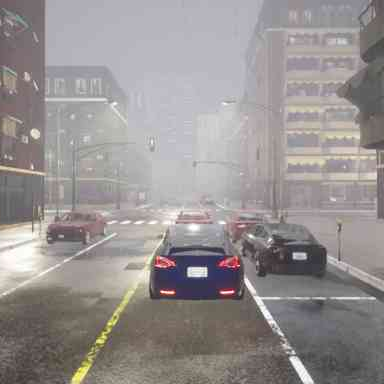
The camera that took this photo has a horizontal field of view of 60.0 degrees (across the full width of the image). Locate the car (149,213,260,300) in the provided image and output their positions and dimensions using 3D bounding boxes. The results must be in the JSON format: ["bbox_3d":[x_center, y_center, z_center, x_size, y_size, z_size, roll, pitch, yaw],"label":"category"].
[{"bbox_3d":[0.102,1.506,8.413,2.163,1.488,4.792,0,0,0],"label":"car"}]

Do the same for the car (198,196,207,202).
[{"bbox_3d":[2.585,1.635,82.205,1.947,1.339,4.313,1,0,0],"label":"car"}]

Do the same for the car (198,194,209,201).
[{"bbox_3d":[2.617,1.359,63.702,2.192,1.841,5.009,1,0,0],"label":"car"}]

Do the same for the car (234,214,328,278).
[{"bbox_3d":[2.575,1.569,10.030,1.947,1.339,4.313,1,0,0],"label":"car"}]

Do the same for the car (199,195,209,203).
[{"bbox_3d":[2.584,1.494,70.826,1.967,1.590,4.097,1,0,0],"label":"car"}]

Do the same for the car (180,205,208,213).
[{"bbox_3d":[0.097,1.607,18.136,1.895,1.301,4.718,0,0,0],"label":"car"}]

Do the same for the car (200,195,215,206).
[{"bbox_3d":[2.710,1.578,53.757,1.887,1.381,4.507,1,0,0],"label":"car"}]

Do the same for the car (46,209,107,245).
[{"bbox_3d":[-5.272,1.550,15.674,1.887,1.381,4.507,1,0,0],"label":"car"}]

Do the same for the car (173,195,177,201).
[{"bbox_3d":[-5.295,1.623,87.884,1.887,1.381,4.507,1,0,0],"label":"car"}]

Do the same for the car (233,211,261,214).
[{"bbox_3d":[2.576,1.550,15.700,1.887,1.381,4.507,1,0,0],"label":"car"}]

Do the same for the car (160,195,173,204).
[{"bbox_3d":[-5.314,1.597,65.126,2.008,1.369,4.403,1,0,0],"label":"car"}]
